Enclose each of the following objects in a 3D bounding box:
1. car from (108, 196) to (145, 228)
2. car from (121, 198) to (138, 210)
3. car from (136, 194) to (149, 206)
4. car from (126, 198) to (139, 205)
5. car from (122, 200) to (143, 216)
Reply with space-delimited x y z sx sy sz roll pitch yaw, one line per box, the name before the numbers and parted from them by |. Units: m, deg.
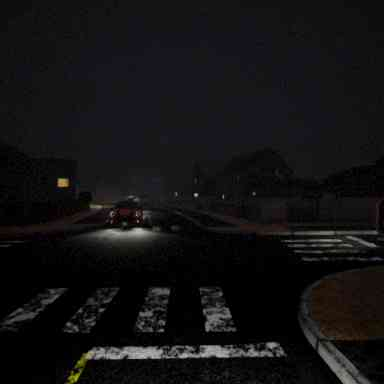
car | -4.425 1.393 22.627 2.097 1.767 4.553 0 0 -8
car | -9.055 1.674 47.741 2.128 1.511 4.902 0 0 -14
car | -8.883 1.457 58.004 2.150 2.045 5.566 0 0 -17
car | -12.181 1.882 67.965 1.994 1.385 4.181 0 0 -20
car | -6.419 1.654 35.747 2.033 1.411 5.357 0 0 -11
